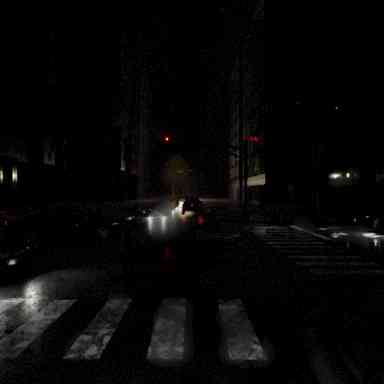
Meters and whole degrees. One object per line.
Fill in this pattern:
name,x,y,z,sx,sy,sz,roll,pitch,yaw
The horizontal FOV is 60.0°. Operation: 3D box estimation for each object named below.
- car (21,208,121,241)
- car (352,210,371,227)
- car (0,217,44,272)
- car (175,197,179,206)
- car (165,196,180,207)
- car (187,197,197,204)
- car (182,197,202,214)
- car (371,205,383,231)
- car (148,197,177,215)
car,-5.853,1.472,15.399,5.008,1.535,1.882,0,1,-18
car,12.599,1.494,20.705,4.902,1.511,2.128,0,0,0
car,-6.747,1.529,9.431,4.674,1.442,1.812,0,0,22
car,-3.115,1.474,43.350,1.882,1.535,5.008,0,0,0
car,-3.077,1.487,53.512,2.128,1.511,4.902,0,0,0
car,-0.005,1.597,64.844,1.895,1.301,4.718,0,0,0
car,0.033,1.348,35.505,2.097,1.767,4.553,0,0,0
car,12.163,1.572,17.456,4.181,1.385,1.994,0,0,0
car,-3.100,1.544,33.547,2.033,1.411,5.357,0,0,4
